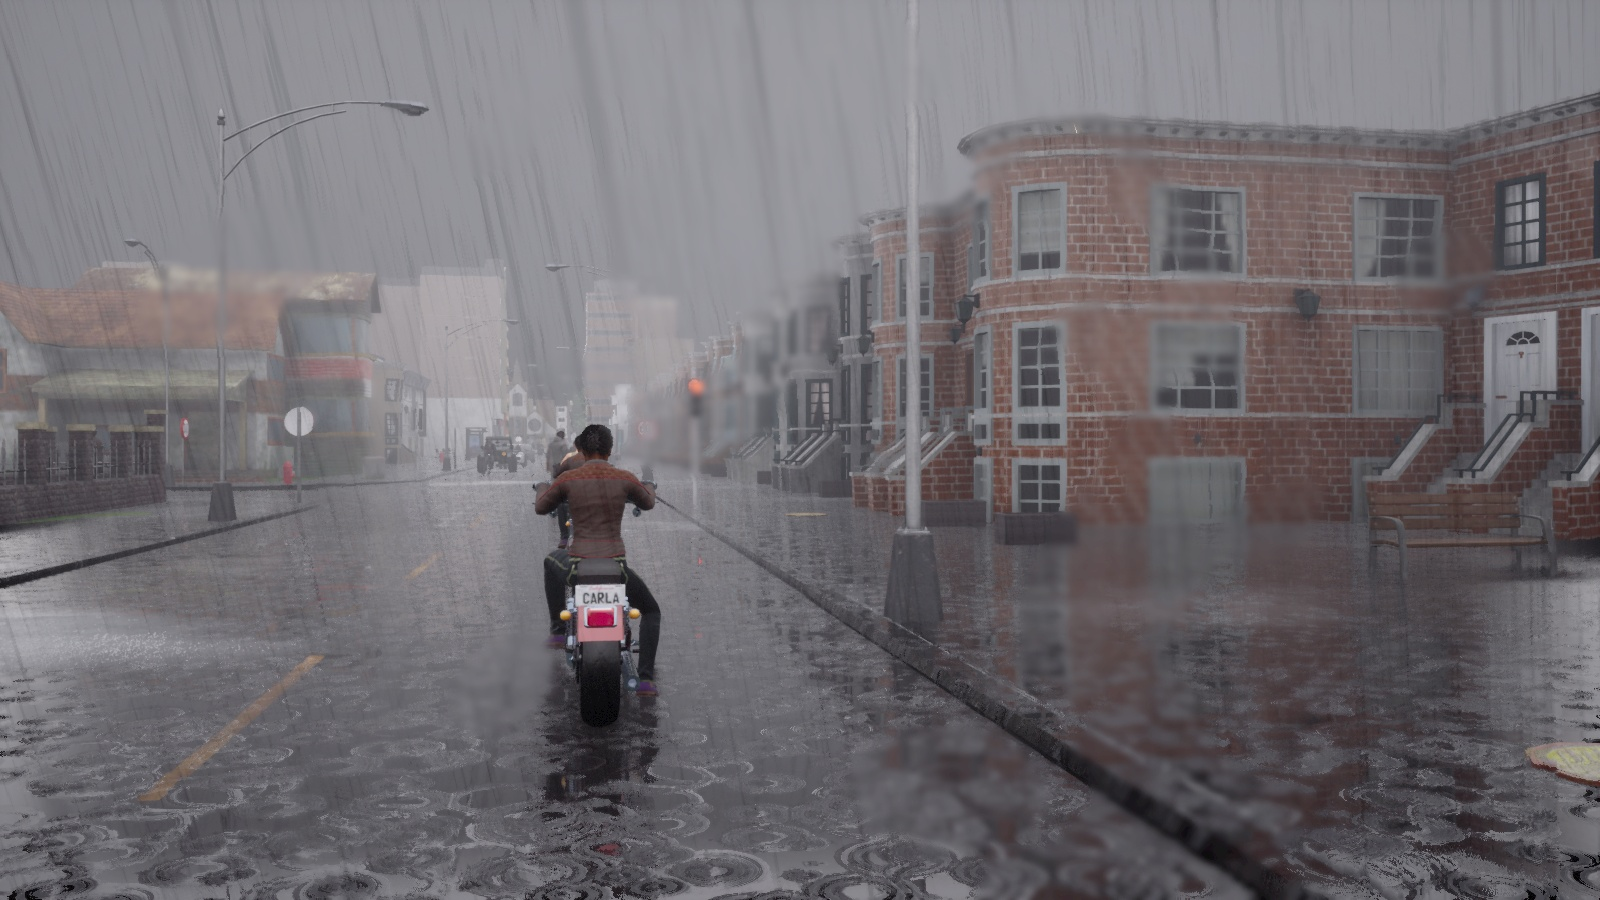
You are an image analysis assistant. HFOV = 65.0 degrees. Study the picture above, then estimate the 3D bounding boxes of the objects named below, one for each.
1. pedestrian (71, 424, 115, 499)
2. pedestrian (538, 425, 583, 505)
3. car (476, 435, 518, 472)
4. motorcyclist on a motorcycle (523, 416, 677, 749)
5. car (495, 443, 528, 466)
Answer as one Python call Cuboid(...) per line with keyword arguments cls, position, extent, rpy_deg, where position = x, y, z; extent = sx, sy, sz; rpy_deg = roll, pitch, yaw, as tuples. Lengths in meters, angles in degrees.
Cuboid(cls="pedestrian", position=(-17.149, 0.277, 30.465), extent=(0.869, 1.805, 0.328), rpy_deg=(0, 0, -9))
Cuboid(cls="pedestrian", position=(-5.939, 0.370, 31.162), extent=(0.873, 1.952, 0.659), rpy_deg=(0, 0, -44))
Cuboid(cls="car", position=(-15.980, 0.179, 66.370), extent=(1.905, 1.878, 3.866), rpy_deg=(0, 0, -10))
Cuboid(cls="motorcyclist on a motorcycle", position=(-1.211, 0.656, 7.458), extent=(0.766, 1.649, 2.350), rpy_deg=(0, 0, -10))
Cuboid(cls="car", position=(-18.796, 0.265, 81.942), extent=(1.970, 1.475, 3.806), rpy_deg=(0, 0, -10))
